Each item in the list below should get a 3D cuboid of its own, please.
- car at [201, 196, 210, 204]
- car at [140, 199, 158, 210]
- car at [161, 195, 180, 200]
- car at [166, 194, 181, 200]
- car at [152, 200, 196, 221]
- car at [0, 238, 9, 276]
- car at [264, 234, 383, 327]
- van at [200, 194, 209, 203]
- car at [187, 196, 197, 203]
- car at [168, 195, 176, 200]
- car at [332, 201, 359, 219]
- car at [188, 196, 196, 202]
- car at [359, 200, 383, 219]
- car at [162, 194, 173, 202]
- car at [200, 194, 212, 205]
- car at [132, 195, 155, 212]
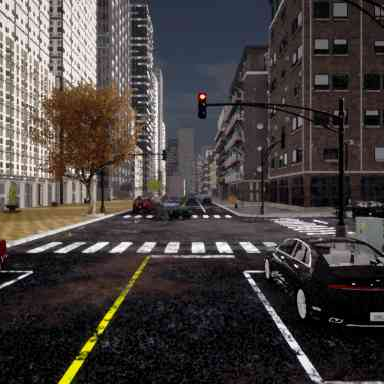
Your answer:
[{"bbox_3d":[2.662,1.578,67.117,1.752,1.417,4.829,0,0,0],"label":"car"},{"bbox_3d":[-5.710,1.592,44.853,1.947,1.339,4.313,0,0,0],"label":"car"},{"bbox_3d":[-3.116,1.517,43.218,2.128,1.511,4.902,0,0,0],"label":"car"},{"bbox_3d":[-3.102,1.393,58.760,2.097,1.767,4.553,0,0,0],"label":"car"},{"bbox_3d":[-1.611,1.611,27.426,1.895,1.301,4.718,0,0,-20],"label":"car"},{"bbox_3d":[-5.695,1.545,6.942,1.887,1.381,4.507,0,0,0],"label":"car"},{"bbox_3d":[2.685,1.551,6.945,2.008,1.369,4.403,0,0,0],"label":"car"},{"bbox_3d":[2.659,1.402,72.471,1.690,1.788,3.998,0,0,0],"label":"van"},{"bbox_3d":[0.070,1.618,68.166,1.994,1.385,4.181,0,0,0],"label":"car"},{"bbox_3d":[-5.730,1.654,94.558,2.008,1.369,4.403,0,0,0],"label":"car"},{"bbox_3d":[13.414,1.350,26.355,4.403,1.369,2.008,-1,1,-1],"label":"car"},{"bbox_3d":[-0.032,1.625,78.883,1.994,1.385,4.181,0,0,0],"label":"car"},{"bbox_3d":[14.727,1.345,23.789,4.181,1.385,1.994,-1,0,-1],"label":"car"},{"bbox_3d":[-5.724,1.386,77.990,2.192,1.841,5.009,0,0,0],"label":"car"},{"bbox_3d":[2.664,1.611,61.424,1.947,1.339,4.313,0,0,0],"label":"car"},{"bbox_3d":[-5.709,1.336,39.330,2.192,1.841,5.009,0,0,0],"label":"car"}]
